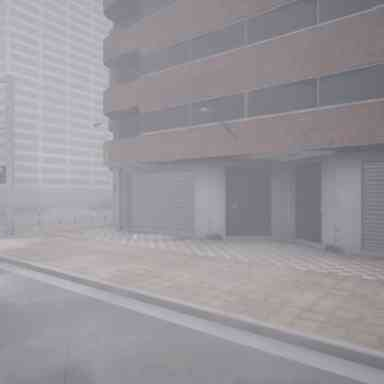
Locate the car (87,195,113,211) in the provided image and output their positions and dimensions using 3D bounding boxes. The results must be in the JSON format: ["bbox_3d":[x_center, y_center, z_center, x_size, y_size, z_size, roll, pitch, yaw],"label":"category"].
[{"bbox_3d":[-10.518,1.505,40.963,1.837,1.490,4.892,0,0,37],"label":"car"}]

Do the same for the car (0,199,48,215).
[{"bbox_3d":[-16.770,1.505,32.710,1.837,1.490,4.892,0,0,37],"label":"car"}]
